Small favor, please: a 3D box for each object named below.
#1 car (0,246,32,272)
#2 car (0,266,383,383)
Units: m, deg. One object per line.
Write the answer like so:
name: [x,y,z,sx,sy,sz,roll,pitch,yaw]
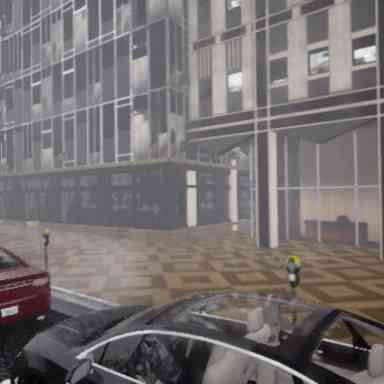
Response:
car: [-4.388,1.561,6.020,4.507,1.381,1.887,0,-1,36]
car: [0.213,1.554,2.737,4.403,1.369,2.008,0,-1,36]
